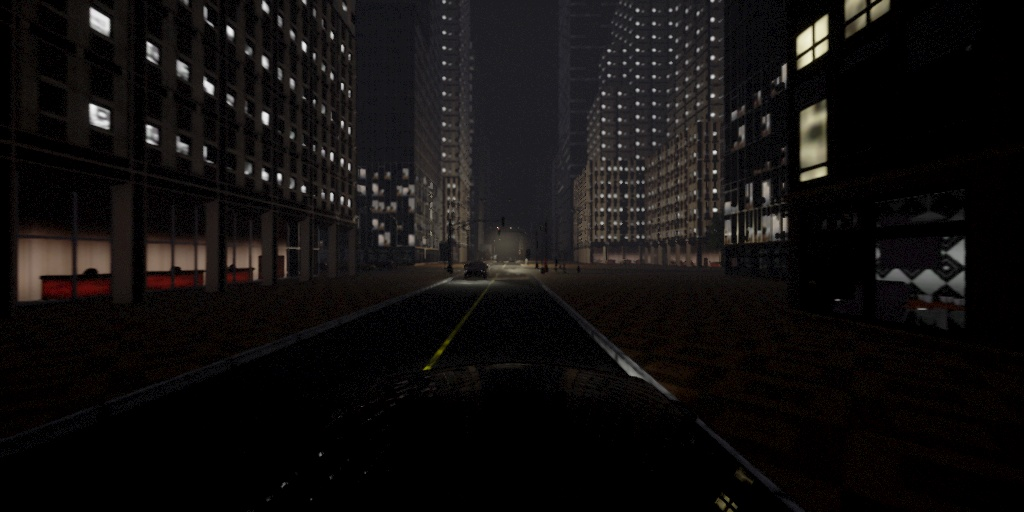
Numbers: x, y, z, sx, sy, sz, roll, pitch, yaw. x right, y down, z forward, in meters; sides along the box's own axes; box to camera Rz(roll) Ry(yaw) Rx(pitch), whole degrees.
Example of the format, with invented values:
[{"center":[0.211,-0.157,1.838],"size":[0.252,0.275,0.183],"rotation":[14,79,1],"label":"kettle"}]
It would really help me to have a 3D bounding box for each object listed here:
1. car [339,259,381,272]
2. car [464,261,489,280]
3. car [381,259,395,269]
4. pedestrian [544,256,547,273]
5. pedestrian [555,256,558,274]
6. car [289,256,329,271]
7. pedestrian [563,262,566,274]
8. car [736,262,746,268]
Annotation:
[{"center":[-18.921,1.154,43.447],"size":[4.829,1.417,1.751],"rotation":[0,0,-1],"label":"car"},{"center":[-3.070,1.222,31.640],"size":[1.882,1.535,5.008],"rotation":[0,0,1],"label":"car"},{"center":[-19.236,1.099,52.083],"size":[4.097,1.591,1.967],"rotation":[0,0,-1],"label":"car"},{"center":[3.616,0.882,39.029],"size":[0.375,1.860,0.375],"rotation":[0,0,0],"label":"pedestrian"},{"center":[4.616,0.914,37.829],"size":[0.375,1.860,0.375],"rotation":[0,0,0],"label":"pedestrian"},{"center":[-24.769,0.910,43.379],"size":[5.009,1.841,2.192],"rotation":[0,0,-1],"label":"car"},{"center":[5.616,1.252,38.428],"size":[0.375,1.300,0.375],"rotation":[0,0,0],"label":"pedestrian"},{"center":[35.944,1.238,52.884],"size":[5.009,1.841,2.192],"rotation":[0,0,-1],"label":"car"}]
